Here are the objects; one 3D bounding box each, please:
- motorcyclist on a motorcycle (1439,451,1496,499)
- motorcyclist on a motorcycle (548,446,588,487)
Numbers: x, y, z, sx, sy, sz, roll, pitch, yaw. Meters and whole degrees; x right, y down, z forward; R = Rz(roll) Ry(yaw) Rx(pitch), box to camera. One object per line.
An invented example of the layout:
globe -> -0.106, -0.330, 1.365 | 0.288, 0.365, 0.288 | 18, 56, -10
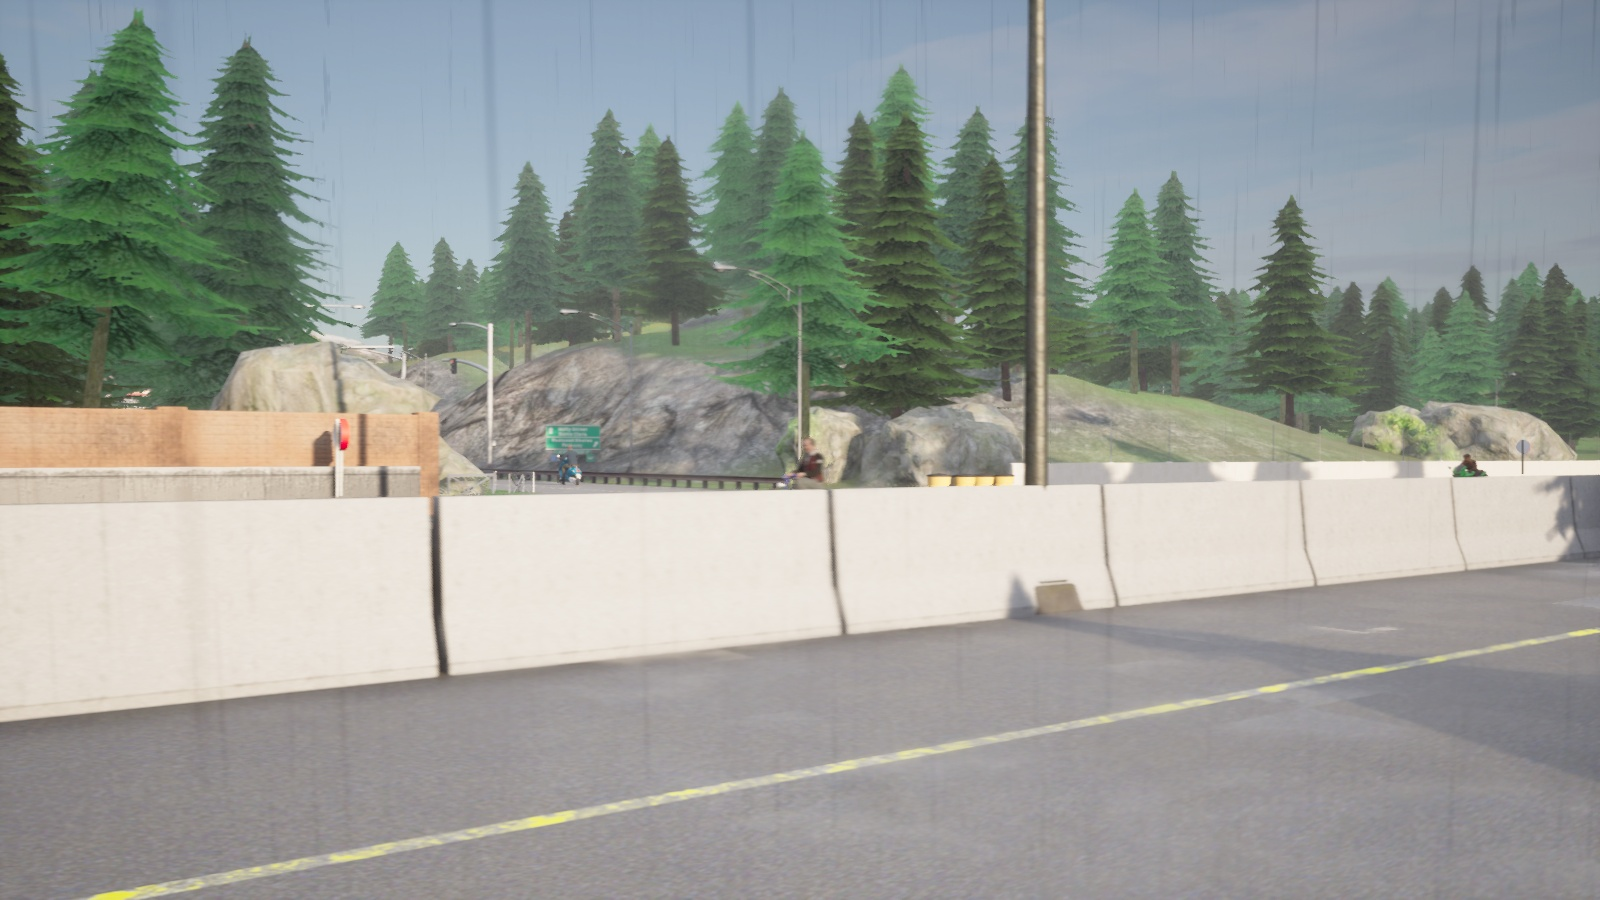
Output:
motorcyclist on a motorcycle -> 21.563, 0.784, 40.568 | 2.044, 1.523, 0.797 | 0, 0, -36
motorcyclist on a motorcycle -> -9.180, 0.650, 49.608 | 0.866, 1.590, 1.817 | 0, 0, -35
